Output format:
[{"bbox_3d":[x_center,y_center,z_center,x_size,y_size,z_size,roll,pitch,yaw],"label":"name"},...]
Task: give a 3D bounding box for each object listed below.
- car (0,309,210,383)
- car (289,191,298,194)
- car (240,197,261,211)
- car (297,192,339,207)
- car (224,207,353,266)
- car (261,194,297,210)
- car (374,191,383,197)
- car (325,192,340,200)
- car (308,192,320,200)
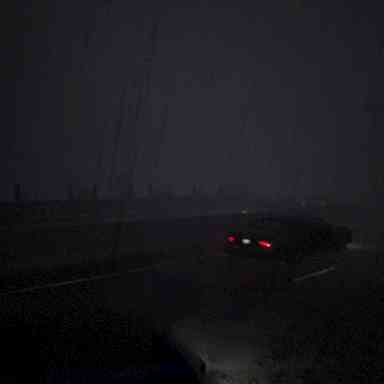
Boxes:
[{"bbox_3d":[-2.405,1.559,2.150,5.357,1.411,2.033,-1,0,-36],"label":"car"},{"bbox_3d":[22.801,0.636,74.741,2.097,1.767,4.553,-1,0,10],"label":"car"},{"bbox_3d":[7.220,1.252,36.364,2.033,1.411,5.357,0,0,36],"label":"car"},{"bbox_3d":[11.849,1.044,31.010,2.097,1.767,4.553,0,0,36],"label":"car"},{"bbox_3d":[3.431,1.445,11.239,5.357,1.411,2.033,-1,0,-42],"label":"car"},{"bbox_3d":[9.199,1.253,33.166,2.033,1.411,5.357,0,0,37],"label":"car"},{"bbox_3d":[44.410,0.432,77.725,1.837,1.490,4.892,-1,0,4],"label":"car"},{"bbox_3d":[28.785,0.822,68.303,1.994,1.385,4.181,0,0,13],"label":"car"},{"bbox_3d":[25.486,0.818,69.637,1.812,1.442,4.674,0,0,13],"label":"car"}]
